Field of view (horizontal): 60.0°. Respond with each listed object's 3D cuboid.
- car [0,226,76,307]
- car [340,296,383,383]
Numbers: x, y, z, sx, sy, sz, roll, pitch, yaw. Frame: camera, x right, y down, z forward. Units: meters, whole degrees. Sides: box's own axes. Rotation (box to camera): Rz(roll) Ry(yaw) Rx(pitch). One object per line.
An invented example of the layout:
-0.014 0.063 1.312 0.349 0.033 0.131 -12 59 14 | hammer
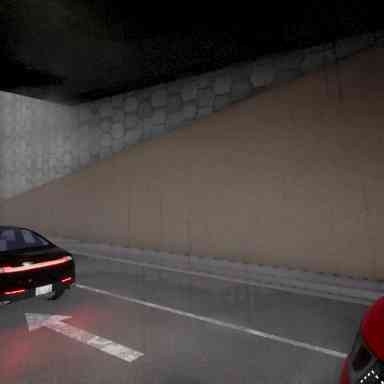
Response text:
-4.550 1.492 7.215 4.902 1.511 2.128 0 0 36 | car
3.627 1.221 1.357 5.566 2.045 2.150 0 0 35 | car
